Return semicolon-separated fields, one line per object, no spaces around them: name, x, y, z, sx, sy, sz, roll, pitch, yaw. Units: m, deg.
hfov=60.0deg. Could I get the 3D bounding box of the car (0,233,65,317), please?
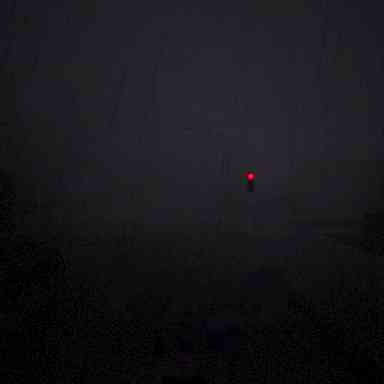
car;-4.035;1.500;6.249;1.994;1.385;4.181;0;1;1
